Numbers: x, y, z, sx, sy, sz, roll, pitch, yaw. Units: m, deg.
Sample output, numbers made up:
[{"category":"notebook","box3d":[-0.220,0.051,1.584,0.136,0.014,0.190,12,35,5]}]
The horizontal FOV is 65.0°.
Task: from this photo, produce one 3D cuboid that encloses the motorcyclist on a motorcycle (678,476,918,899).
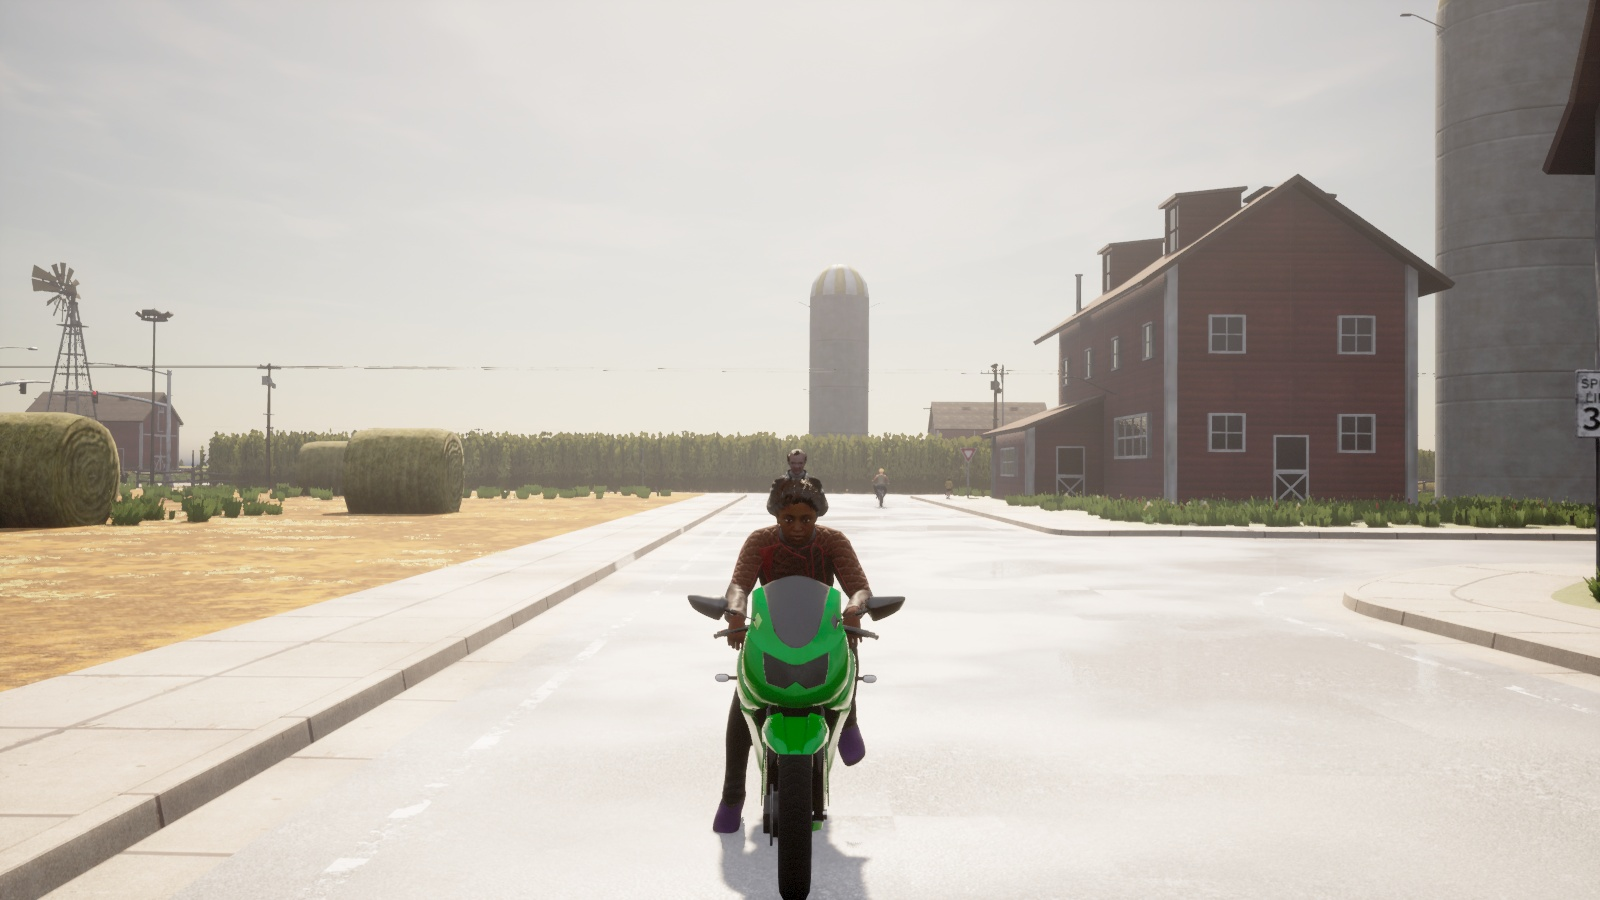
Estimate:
[{"category":"motorcyclist on a motorcycle","box3d":[-0.010,0.878,5.209,0.797,1.523,2.044,0,-1,0]}]
